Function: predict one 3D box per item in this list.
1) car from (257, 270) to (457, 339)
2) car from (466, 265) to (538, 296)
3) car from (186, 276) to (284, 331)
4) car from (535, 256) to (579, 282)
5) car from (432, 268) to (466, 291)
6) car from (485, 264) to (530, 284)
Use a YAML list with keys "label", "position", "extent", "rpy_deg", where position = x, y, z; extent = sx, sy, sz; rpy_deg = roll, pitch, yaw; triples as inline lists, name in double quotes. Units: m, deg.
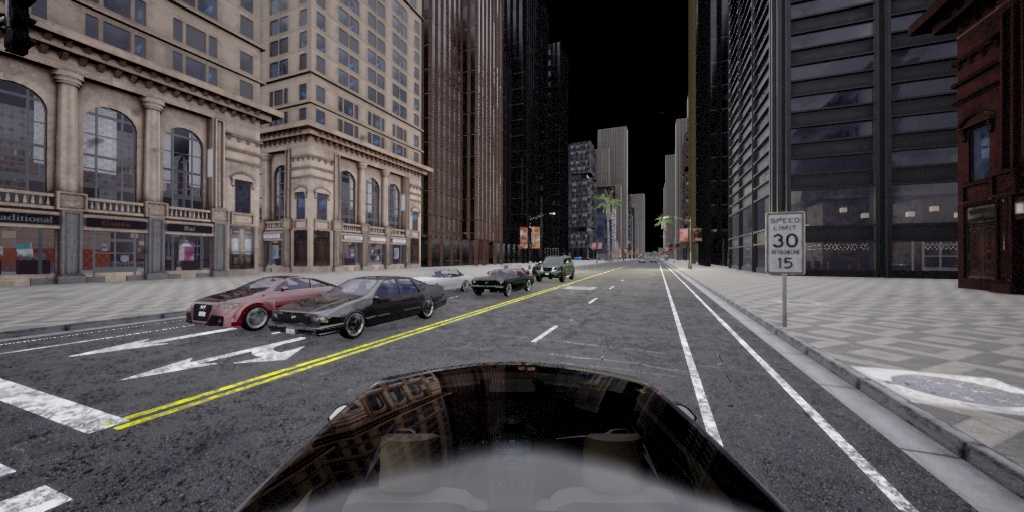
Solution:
- label: "car"
  position: [-3.986, 1.299, 10.525]
  extent: [2.033, 1.411, 5.357]
  rpy_deg: [0, 0, 22]
- label: "car"
  position: [-0.384, 1.357, 19.412]
  extent: [1.895, 1.301, 4.718]
  rpy_deg: [0, 0, 22]
- label: "car"
  position: [-7.254, 1.315, 11.106]
  extent: [1.994, 1.385, 4.181]
  rpy_deg: [0, 0, 22]
- label: "car"
  position: [3.637, 0.986, 29.324]
  extent: [2.150, 2.045, 5.566]
  rpy_deg: [0, 0, 22]
- label: "car"
  position: [-3.967, 1.356, 19.227]
  extent: [1.895, 1.301, 4.718]
  rpy_deg: [0, 0, 22]
- label: "car"
  position: [-0.224, 1.363, 28.459]
  extent: [1.895, 1.301, 4.718]
  rpy_deg: [0, 0, 22]
